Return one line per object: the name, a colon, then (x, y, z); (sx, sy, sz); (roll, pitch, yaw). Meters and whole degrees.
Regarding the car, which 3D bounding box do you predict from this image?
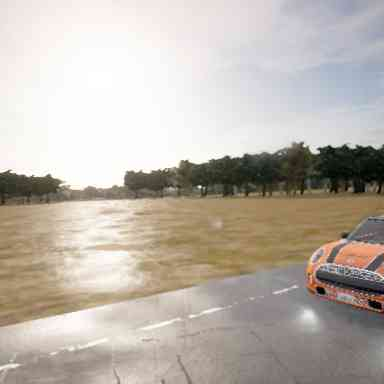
car: (4.582, 1.304, 7.353); (4.553, 1.767, 2.097); (-1, 0, -36)
